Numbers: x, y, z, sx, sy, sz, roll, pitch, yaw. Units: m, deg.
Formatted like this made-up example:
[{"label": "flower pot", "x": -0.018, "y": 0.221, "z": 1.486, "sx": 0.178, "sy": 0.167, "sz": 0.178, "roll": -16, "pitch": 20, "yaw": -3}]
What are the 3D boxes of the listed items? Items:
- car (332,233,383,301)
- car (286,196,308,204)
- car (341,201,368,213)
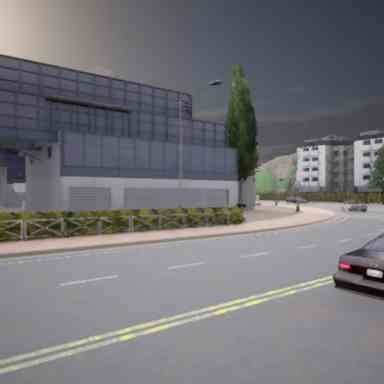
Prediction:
[{"label": "car", "x": 5.413, "y": 1.559, "z": 7.648, "sx": 5.357, "sy": 1.411, "sz": 2.033, "roll": 0, "pitch": 0, "yaw": -36}, {"label": "car", "x": 19.890, "y": 1.592, "z": 63.313, "sx": 2.128, "sy": 1.511, "sz": 4.902, "roll": 0, "pitch": 0, "yaw": -23}, {"label": "car", "x": 18.523, "y": 1.651, "z": 38.043, "sx": 1.895, "sy": 1.301, "sz": 4.718, "roll": 0, "pitch": 0, "yaw": 12}]
